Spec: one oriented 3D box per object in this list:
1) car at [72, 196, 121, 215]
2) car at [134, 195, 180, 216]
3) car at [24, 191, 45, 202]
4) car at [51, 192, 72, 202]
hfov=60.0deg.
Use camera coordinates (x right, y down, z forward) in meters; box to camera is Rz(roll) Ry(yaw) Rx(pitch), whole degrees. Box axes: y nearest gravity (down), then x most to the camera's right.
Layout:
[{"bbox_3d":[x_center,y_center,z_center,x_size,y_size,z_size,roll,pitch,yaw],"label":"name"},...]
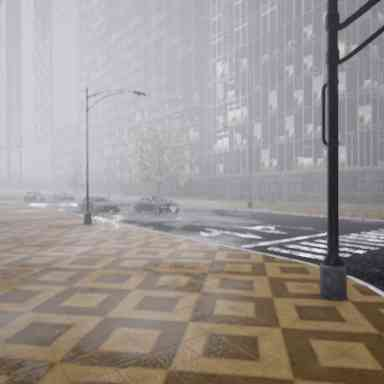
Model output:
[{"bbox_3d":[-7.773,1.029,27.383,2.033,1.411,5.357,0,1,-38],"label":"car"},{"bbox_3d":[-2.866,1.023,26.403,2.128,1.511,4.902,0,1,-38],"label":"car"},{"bbox_3d":[-21.177,0.578,44.634,2.128,1.511,4.902,0,1,-38],"label":"car"},{"bbox_3d":[-17.568,0.698,45.274,1.895,1.301,4.718,0,1,-38],"label":"car"}]
